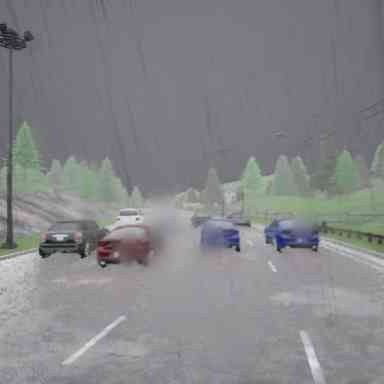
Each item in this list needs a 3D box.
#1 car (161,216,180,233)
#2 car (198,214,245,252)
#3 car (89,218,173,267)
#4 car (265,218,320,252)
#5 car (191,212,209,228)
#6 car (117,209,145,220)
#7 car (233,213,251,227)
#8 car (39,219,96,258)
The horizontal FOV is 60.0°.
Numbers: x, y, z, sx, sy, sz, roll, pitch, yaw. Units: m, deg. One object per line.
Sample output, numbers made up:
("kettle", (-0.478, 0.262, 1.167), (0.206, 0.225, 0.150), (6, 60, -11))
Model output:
("car", (-2.025, 2.756, 28.726), (2.033, 1.411, 5.357), (-1, -2, -3))
("car", (1.480, 2.169, 17.601), (1.882, 1.535, 5.008), (-1, -2, 3))
("car", (-2.282, 2.095, 13.885), (1.882, 1.535, 5.008), (-1, -2, 6))
("car", (4.950, 2.078, 17.030), (1.882, 1.535, 5.008), (-1, -2, 3))
("car", (1.030, 2.858, 34.521), (1.882, 1.535, 5.008), (-1, -2, -5))
("car", (-5.713, 2.608, 31.306), (2.150, 2.045, 5.566), (-1, -2, -4))
("car", (4.595, 2.846, 33.801), (1.994, 1.385, 4.181), (-1, -2, -5))
("car", (-5.587, 2.143, 16.592), (2.097, 1.767, 4.553), (-1, -2, 4))
